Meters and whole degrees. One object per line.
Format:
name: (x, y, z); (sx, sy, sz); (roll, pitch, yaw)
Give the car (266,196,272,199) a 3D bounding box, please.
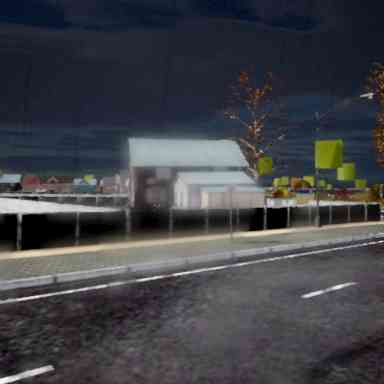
car: (14.290, 1.568, 66.201); (1.837, 1.490, 4.892); (-1, 1, -14)
